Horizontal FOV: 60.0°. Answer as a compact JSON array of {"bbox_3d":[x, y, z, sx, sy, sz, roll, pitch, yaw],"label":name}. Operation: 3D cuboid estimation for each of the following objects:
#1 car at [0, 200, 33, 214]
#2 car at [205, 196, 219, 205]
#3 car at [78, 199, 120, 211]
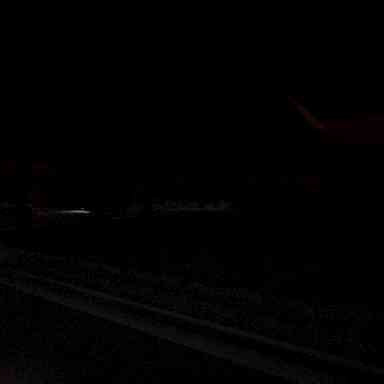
[{"bbox_3d":[-17.750,1.526,32.082,1.812,1.442,4.674,0,0,34],"label":"car"},{"bbox_3d":[3.486,1.505,58.535,1.837,1.490,4.892,0,0,14],"label":"car"},{"bbox_3d":[-11.463,1.547,41.431,2.033,1.411,5.357,0,0,34],"label":"car"}]
